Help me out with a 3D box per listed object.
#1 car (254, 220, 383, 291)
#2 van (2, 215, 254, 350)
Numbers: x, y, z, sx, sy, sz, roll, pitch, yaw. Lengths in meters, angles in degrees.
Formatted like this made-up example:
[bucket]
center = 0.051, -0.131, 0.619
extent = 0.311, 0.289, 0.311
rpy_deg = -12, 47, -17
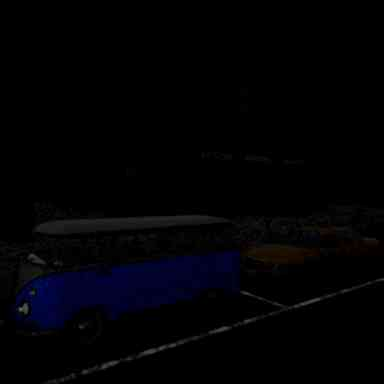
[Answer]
[car]
center = 3.320, 1.528, 8.995
extent = 4.829, 1.417, 1.752
rpy_deg = 0, 0, -35
[van]
center = -0.976, 1.342, 5.948
extent = 3.998, 1.788, 1.690
rpy_deg = 0, 0, -35
